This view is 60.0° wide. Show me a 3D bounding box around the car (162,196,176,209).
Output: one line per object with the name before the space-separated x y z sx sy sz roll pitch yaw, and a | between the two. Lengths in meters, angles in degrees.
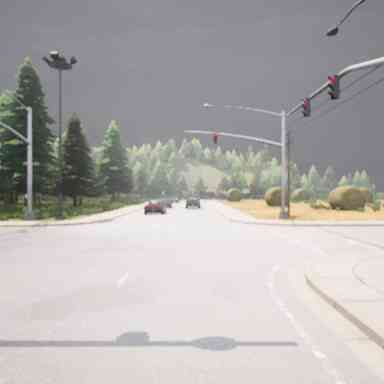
car | -3.544 1.421 43.683 2.033 1.411 5.357 0 0 0

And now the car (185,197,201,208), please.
car | 0.145 1.396 44.578 1.812 1.442 4.674 0 0 0

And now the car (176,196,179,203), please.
car | -3.471 1.422 61.724 1.895 1.301 4.718 0 0 1

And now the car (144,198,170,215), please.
car | -3.560 1.506 32.810 1.895 1.301 4.718 0 0 0
